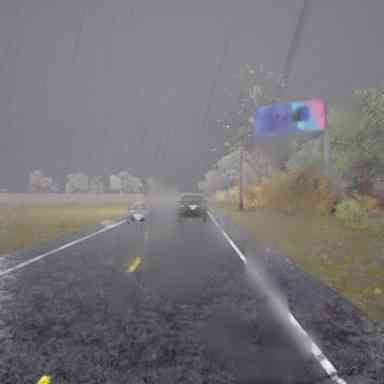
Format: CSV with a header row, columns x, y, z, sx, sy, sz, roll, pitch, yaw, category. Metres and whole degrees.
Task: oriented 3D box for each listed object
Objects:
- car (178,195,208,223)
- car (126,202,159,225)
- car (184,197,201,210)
x,y,z,sx,sy,sz,roll,pitch,yaw,category
0.087,1.230,25.773,2.150,2.045,5.566,0,0,0,car
-3.563,1.502,24.523,2.128,1.511,4.902,0,0,0,car
0.101,1.507,44.069,2.128,1.511,4.902,0,0,0,car
